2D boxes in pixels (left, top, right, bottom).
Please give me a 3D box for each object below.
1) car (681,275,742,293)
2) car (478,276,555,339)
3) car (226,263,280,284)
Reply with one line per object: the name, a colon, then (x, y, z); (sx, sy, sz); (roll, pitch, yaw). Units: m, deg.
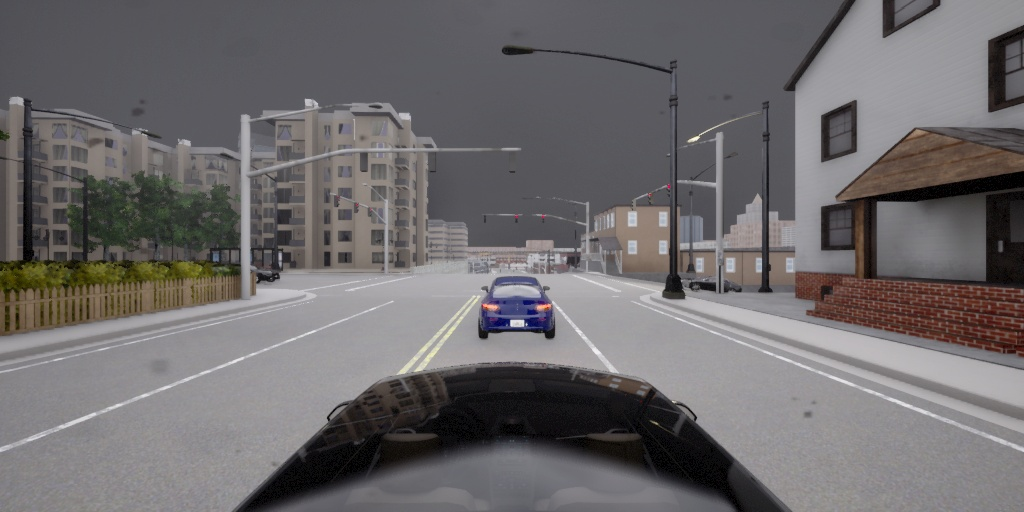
car: (16.309, 2.363, 29.664); (4.902, 1.511, 2.128); (8, 0, 1)
car: (0.107, 1.276, 9.985); (1.812, 1.442, 4.674); (0, 0, 0)
car: (-19.822, 1.255, 26.475); (4.892, 1.490, 1.837); (0, 0, 1)
